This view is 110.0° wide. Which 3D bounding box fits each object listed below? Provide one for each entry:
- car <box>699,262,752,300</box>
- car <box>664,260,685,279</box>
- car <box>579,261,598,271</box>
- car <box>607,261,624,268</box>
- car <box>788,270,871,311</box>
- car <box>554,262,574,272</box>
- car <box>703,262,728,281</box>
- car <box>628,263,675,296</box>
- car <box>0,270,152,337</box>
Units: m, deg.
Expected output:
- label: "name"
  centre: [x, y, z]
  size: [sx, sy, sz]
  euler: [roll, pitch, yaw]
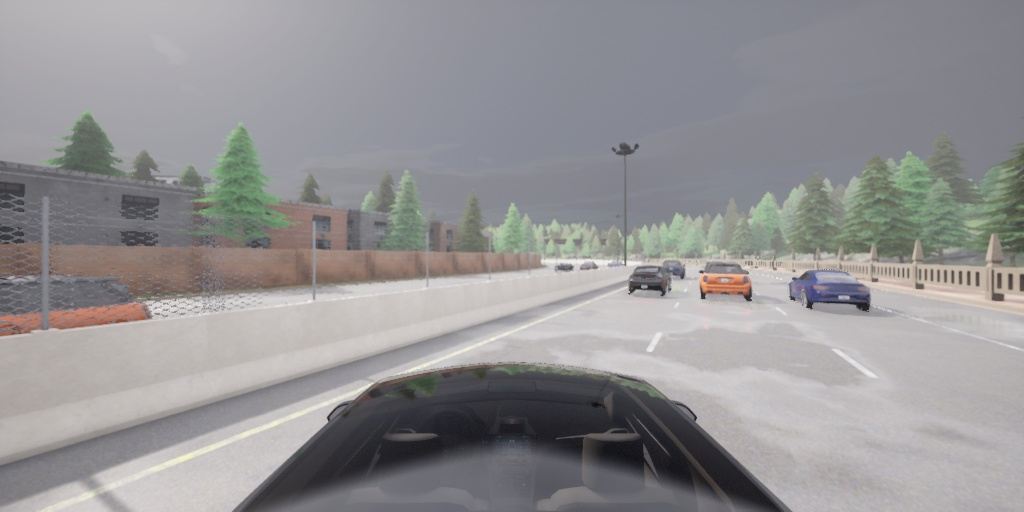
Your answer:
- label: "car"
  centre: [10.761, 1.148, 18.264]
  size: [2.097, 1.767, 4.553]
  euler: [0, 0, 28]
- label: "car"
  centre: [15.383, 1.198, 34.311]
  size: [2.097, 1.767, 4.553]
  euler: [0, 0, 27]
- label: "car"
  centre: [10.369, 1.430, 48.318]
  size: [1.812, 1.442, 4.674]
  euler: [0, 0, 23]
- label: "car"
  centre: [13.610, 1.421, 46.998]
  size: [1.812, 1.442, 4.674]
  euler: [0, 0, 23]
- label: "car"
  centre: [12.757, 1.306, 14.620]
  size: [1.812, 1.442, 4.674]
  euler: [0, 0, 28]
- label: "car"
  centre: [7.279, 1.533, 49.968]
  size: [1.895, 1.301, 4.718]
  euler: [0, 0, 22]
- label: "car"
  centre: [18.609, 1.342, 32.929]
  size: [1.837, 1.490, 4.892]
  euler: [0, 0, 27]
- label: "car"
  centre: [7.830, 1.309, 20.200]
  size: [1.837, 1.490, 4.892]
  euler: [0, -1, 28]
- label: "car"
  centre: [-8.441, 1.125, 5.217]
  size: [2.097, 1.767, 4.553]
  euler: [0, 0, 28]
